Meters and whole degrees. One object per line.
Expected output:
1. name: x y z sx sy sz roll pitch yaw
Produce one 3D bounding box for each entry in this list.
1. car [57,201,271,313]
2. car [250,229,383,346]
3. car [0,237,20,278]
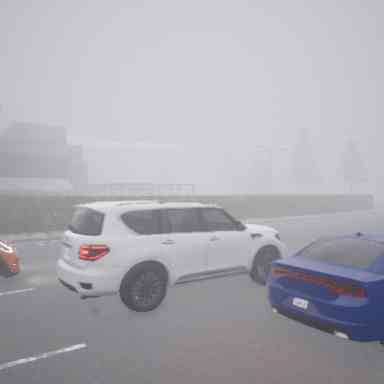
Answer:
1. car: -0.210 1.222 7.896 5.566 2.045 2.150 0 0 -36
2. car: 3.601 1.478 6.316 5.008 1.535 1.882 0 0 -36
3. car: -6.550 1.352 7.674 4.553 1.767 2.097 0 0 -35
